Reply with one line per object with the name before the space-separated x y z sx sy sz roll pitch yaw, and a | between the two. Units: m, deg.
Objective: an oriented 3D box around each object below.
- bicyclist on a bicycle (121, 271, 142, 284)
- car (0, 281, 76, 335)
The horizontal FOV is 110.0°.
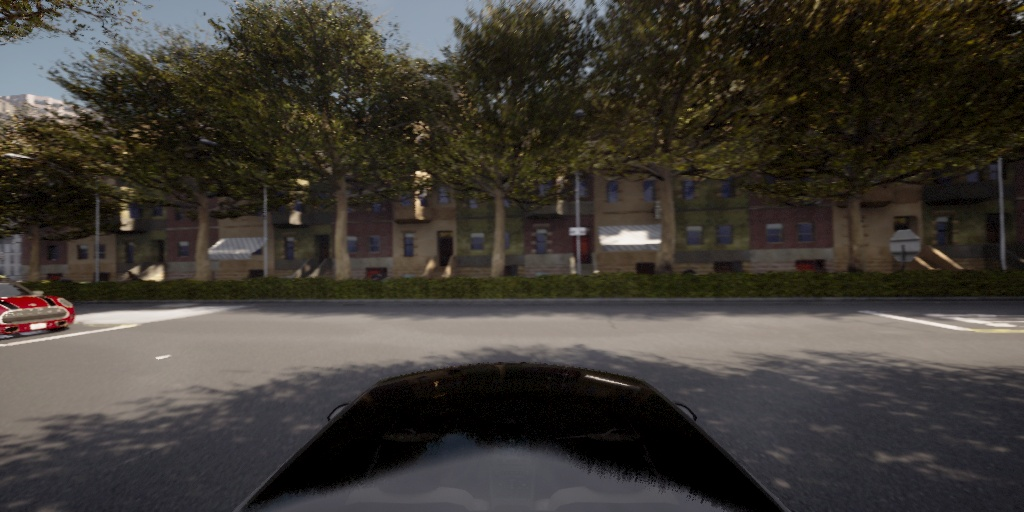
bicyclist on a bicycle | -25.292 1.853 23.902 0.582 1.620 1.656 -1 -1 8
car | -16.332 1.549 11.022 4.553 1.767 2.097 -1 -1 8
